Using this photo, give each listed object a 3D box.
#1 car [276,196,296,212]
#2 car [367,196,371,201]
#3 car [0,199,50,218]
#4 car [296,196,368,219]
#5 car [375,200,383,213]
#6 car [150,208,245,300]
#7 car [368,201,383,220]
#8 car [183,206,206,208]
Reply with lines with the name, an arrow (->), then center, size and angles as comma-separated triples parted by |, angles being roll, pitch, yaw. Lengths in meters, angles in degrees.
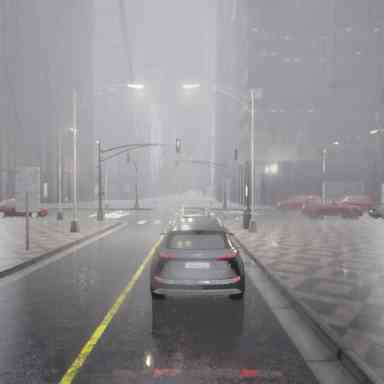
car -> 12.179, 1.325, 37.703 | 5.009, 1.841, 2.192 | 0, 1, 0
car -> 17.822, 1.353, 37.709 | 5.009, 1.841, 2.192 | 0, 1, 0
car -> -14.864, 1.567, 29.153 | 4.507, 1.381, 1.887 | 0, 1, 0
car -> 12.178, 1.463, 29.179 | 5.009, 1.841, 2.192 | 0, 1, 0
car -> 23.464, 1.634, 37.718 | 4.313, 1.339, 1.947 | 0, 1, 0
car -> 0.124, 1.428, 8.407 | 2.033, 1.649, 4.856 | 0, 0, 1
car -> 17.820, 1.742, 29.188 | 4.313, 1.339, 1.947 | 0, 1, 0
car -> 0.129, 1.507, 17.493 | 1.837, 1.490, 4.892 | 0, 0, 0
